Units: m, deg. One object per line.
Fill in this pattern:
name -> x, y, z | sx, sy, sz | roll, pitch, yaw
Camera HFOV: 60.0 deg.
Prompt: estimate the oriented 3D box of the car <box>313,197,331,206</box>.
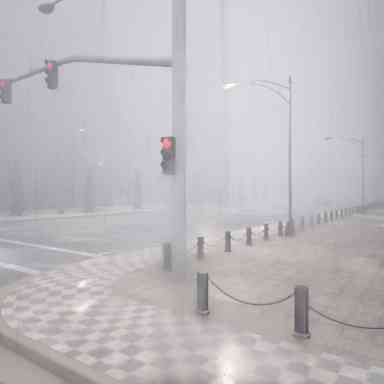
car -> 21.400, 1.509, 54.572 | 1.994, 1.385, 4.181 | 0, 0, 35
